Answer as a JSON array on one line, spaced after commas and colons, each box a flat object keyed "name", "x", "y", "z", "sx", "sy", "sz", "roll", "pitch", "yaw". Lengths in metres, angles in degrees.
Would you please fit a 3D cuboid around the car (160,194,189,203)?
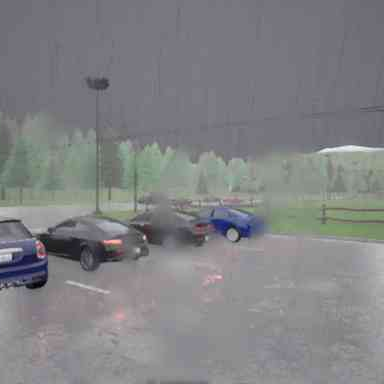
[{"name": "car", "x": -2.055, "y": 1.426, "z": 47.394, "sx": 1.994, "sy": 1.385, "sz": 4.181, "roll": 0, "pitch": 0, "yaw": 36}]

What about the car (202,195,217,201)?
[{"name": "car", "x": 3.844, "y": 1.394, "z": 67.221, "sx": 1.994, "sy": 1.385, "sz": 4.181, "roll": 0, "pitch": 0, "yaw": 37}]

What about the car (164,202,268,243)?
[{"name": "car", "x": 1.144, "y": 1.438, "z": 16.015, "sx": 5.008, "sy": 1.535, "sz": 1.882, "roll": 0, "pitch": 0, "yaw": 36}]

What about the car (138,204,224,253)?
[{"name": "car", "x": -1.377, "y": 1.463, "z": 13.522, "sx": 4.892, "sy": 1.490, "sz": 1.837, "roll": 0, "pitch": 0, "yaw": 36}]

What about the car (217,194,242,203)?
[{"name": "car", "x": 7.082, "y": 1.215, "z": 59.865, "sx": 2.097, "sy": 1.767, "sz": 4.553, "roll": 0, "pitch": 0, "yaw": 36}]

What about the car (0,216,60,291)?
[{"name": "car", "x": -5.423, "y": 1.310, "z": 7.806, "sx": 4.553, "sy": 1.767, "sz": 2.097, "roll": 0, "pitch": 0, "yaw": 36}]

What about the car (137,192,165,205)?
[{"name": "car", "x": -6.406, "y": 1.052, "z": 53.292, "sx": 2.150, "sy": 2.045, "sz": 5.566, "roll": 0, "pitch": 0, "yaw": 36}]

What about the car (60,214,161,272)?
[{"name": "car", "x": -3.431, "y": 1.484, "z": 10.686, "sx": 4.674, "sy": 1.442, "sz": 1.812, "roll": 0, "pitch": 0, "yaw": 36}]
